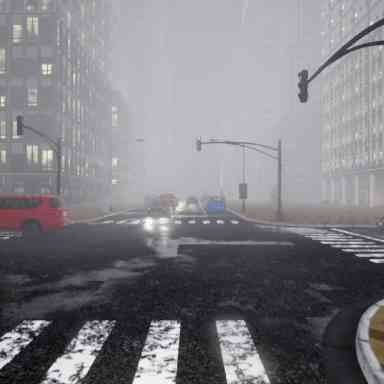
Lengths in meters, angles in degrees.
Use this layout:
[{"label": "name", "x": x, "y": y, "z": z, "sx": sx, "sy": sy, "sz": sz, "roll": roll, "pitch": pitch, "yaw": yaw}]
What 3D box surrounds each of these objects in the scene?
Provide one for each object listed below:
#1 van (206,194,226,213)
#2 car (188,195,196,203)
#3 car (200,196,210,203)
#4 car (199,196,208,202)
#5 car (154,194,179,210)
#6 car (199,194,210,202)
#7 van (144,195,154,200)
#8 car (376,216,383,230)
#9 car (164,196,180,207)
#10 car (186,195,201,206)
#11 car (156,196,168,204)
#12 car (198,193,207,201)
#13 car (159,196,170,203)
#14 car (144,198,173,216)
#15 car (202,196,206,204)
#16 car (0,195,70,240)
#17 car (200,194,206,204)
[{"label": "van", "x": 2.692, "y": 1.340, "z": 35.889, "sx": 1.690, "sy": 1.788, "sz": 3.998, "roll": 0, "pitch": 0, "yaw": 0}, {"label": "car", "x": 0.034, "y": 1.497, "z": 73.071, "sx": 1.837, "sy": 1.490, "sz": 4.892, "roll": 0, "pitch": 0, "yaw": 0}, {"label": "car", "x": 2.709, "y": 1.542, "z": 69.120, "sx": 1.887, "sy": 1.381, "sz": 4.507, "roll": 0, "pitch": 0, "yaw": 0}, {"label": "car", "x": 2.753, "y": 1.561, "z": 80.199, "sx": 1.947, "sy": 1.339, "sz": 4.313, "roll": 0, "pitch": 0, "yaw": 0}, {"label": "car", "x": -3.179, "y": 1.221, "z": 42.899, "sx": 2.150, "sy": 2.045, "sz": 5.566, "roll": 0, "pitch": 0, "yaw": 1}, {"label": "car", "x": 2.732, "y": 1.311, "z": 74.660, "sx": 2.192, "sy": 1.841, "sz": 5.009, "roll": 0, "pitch": 0, "yaw": 0}, {"label": "van", "x": -5.758, "y": 1.340, "z": 46.996, "sx": 1.690, "sy": 1.788, "sz": 3.998, "roll": 0, "pitch": 0, "yaw": 0}, {"label": "car", "x": 13.666, "y": 1.659, "z": 20.059, "sx": 4.674, "sy": 1.442, "sz": 1.812, "roll": 0, "pitch": 0, "yaw": -1}, {"label": "car", "x": -3.139, "y": 1.491, "z": 53.203, "sx": 2.128, "sy": 1.511, "sz": 4.902, "roll": 0, "pitch": 0, "yaw": 0}, {"label": "car", "x": 0.059, "y": 1.501, "z": 54.979, "sx": 1.837, "sy": 1.490, "sz": 4.892, "roll": 0, "pitch": -1, "yaw": 0}, {"label": "car", "x": -5.694, "y": 1.564, "z": 63.614, "sx": 1.947, "sy": 1.339, "sz": 4.313, "roll": 0, "pitch": 0, "yaw": 0}, {"label": "car", "x": 2.776, "y": 1.309, "z": 85.738, "sx": 2.192, "sy": 1.841, "sz": 5.009, "roll": 0, "pitch": 0, "yaw": 0}, {"label": "car", "x": -5.672, "y": 1.548, "z": 69.152, "sx": 2.008, "sy": 1.369, "sz": 4.403, "roll": 0, "pitch": 0, "yaw": 0}, {"label": "car", "x": -3.227, "y": 1.600, "z": 32.855, "sx": 1.895, "sy": 1.301, "sz": 4.718, "roll": 0, "pitch": 0, "yaw": 0}, {"label": "car", "x": 2.622, "y": 1.544, "z": 41.427, "sx": 1.887, "sy": 1.381, "sz": 4.507, "roll": 0, "pitch": 0, "yaw": 0}, {"label": "car", "x": -8.947, "y": 1.177, "z": 16.339, "sx": 5.566, "sy": 2.045, "sz": 2.150, "roll": 1, "pitch": 0, "yaw": -1}, {"label": "car", "x": 2.688, "y": 1.313, "z": 63.581, "sx": 2.192, "sy": 1.841, "sz": 5.009, "roll": 0, "pitch": 0, "yaw": 0}]
